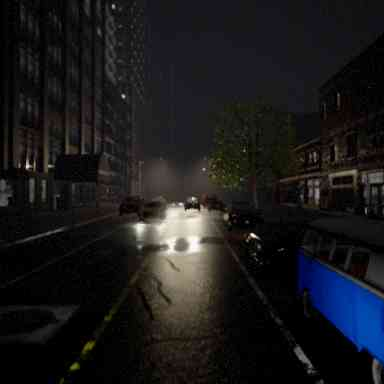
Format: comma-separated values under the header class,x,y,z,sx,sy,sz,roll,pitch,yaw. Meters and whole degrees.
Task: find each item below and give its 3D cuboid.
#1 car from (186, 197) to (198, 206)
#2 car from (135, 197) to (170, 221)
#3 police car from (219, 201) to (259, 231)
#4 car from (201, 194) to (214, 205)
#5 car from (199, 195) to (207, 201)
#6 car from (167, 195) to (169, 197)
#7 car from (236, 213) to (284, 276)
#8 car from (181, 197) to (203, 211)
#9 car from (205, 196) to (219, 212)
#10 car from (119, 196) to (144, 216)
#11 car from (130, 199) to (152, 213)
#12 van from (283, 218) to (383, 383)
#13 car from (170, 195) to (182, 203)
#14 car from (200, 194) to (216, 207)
class,x,y,z,sx,sy,sz,roll,pitch,yaw
car,0.011,1.569,53.611,1.895,1.301,4.718,0,0,0
car,-3.093,1.470,27.148,1.882,1.535,5.008,0,0,0
police car,3.005,1.421,20.726,1.930,1.638,5.238,0,0,0
car,2.718,1.275,60.050,2.192,1.841,5.009,1,0,0
car,2.719,1.491,82.233,1.947,1.339,4.313,1,0,0
car,-5.666,1.486,59.879,1.752,1.417,4.829,1,0,0
car,2.703,1.565,10.134,1.947,1.339,4.313,1,0,0
car,0.058,1.583,39.884,1.895,1.301,4.718,0,0,1
car,2.710,1.509,38.035,1.752,1.417,4.829,1,0,0
car,-5.669,1.304,32.319,2.192,1.841,5.009,1,0,0
car,-5.670,1.510,37.695,1.752,1.417,4.829,1,0,0
van,2.705,1.341,4.588,1.690,1.788,3.998,1,0,0
car,-2.986,1.546,68.345,1.895,1.301,4.718,0,0,0
car,2.715,1.288,48.957,2.192,1.841,5.009,1,0,0
